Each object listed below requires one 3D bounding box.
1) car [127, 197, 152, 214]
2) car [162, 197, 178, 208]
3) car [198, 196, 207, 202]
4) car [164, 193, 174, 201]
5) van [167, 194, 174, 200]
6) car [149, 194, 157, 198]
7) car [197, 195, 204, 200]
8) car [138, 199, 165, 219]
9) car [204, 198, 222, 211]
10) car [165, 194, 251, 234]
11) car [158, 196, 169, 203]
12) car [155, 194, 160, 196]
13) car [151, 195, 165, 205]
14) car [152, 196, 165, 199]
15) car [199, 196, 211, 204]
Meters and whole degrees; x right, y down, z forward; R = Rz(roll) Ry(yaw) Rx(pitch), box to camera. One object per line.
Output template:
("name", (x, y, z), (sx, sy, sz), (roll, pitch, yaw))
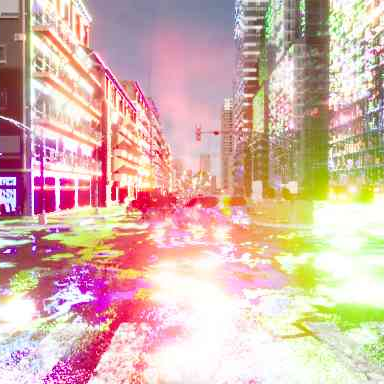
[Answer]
("car", (-5.807, 1.540, 35.384), (1.887, 1.381, 4.507), (-1, 0, 0))
("car", (-3.238, 1.489, 50.500), (2.128, 1.511, 4.902), (0, 0, 0))
("car", (2.419, 1.548, 75.009), (1.887, 1.381, 4.507), (-1, 0, 0))
("car", (-5.966, 1.322, 86.224), (2.192, 1.841, 5.009), (-1, 0, 0))
("van", (-5.982, 1.350, 91.872), (1.690, 1.788, 3.998), (-1, 0, 0))
("car", (-5.826, 1.436, 41.033), (1.967, 1.590, 4.097), (-1, 0, 0))
("car", (2.367, 1.534, 92.126), (1.752, 1.417, 4.829), (-1, 0, 0))
("car", (-3.187, 1.560, 29.170), (1.994, 1.385, 4.181), (0, 0, 0))
("car", (2.522, 1.540, 41.115), (1.887, 1.381, 4.507), (-1, 0, 0))
("car", (0.955, 1.193, 19.477), (2.150, 2.045, 5.566), (-2, 0, -35))
("car", (-5.910, 1.583, 69.278), (1.802, 1.307, 4.206), (-1, 0, 0))
("car", (-5.862, 1.312, 52.331), (2.192, 1.841, 5.009), (-1, 0, 0))
("car", (-5.878, 1.439, 57.979), (1.967, 1.590, 4.097), (-1, 0, 0))
("car", (-3.207, 1.559, 39.096), (1.994, 1.385, 4.181), (0, 0, 0))
("car", (2.454, 1.551, 63.711), (2.008, 1.369, 4.403), (-1, 0, 0))
